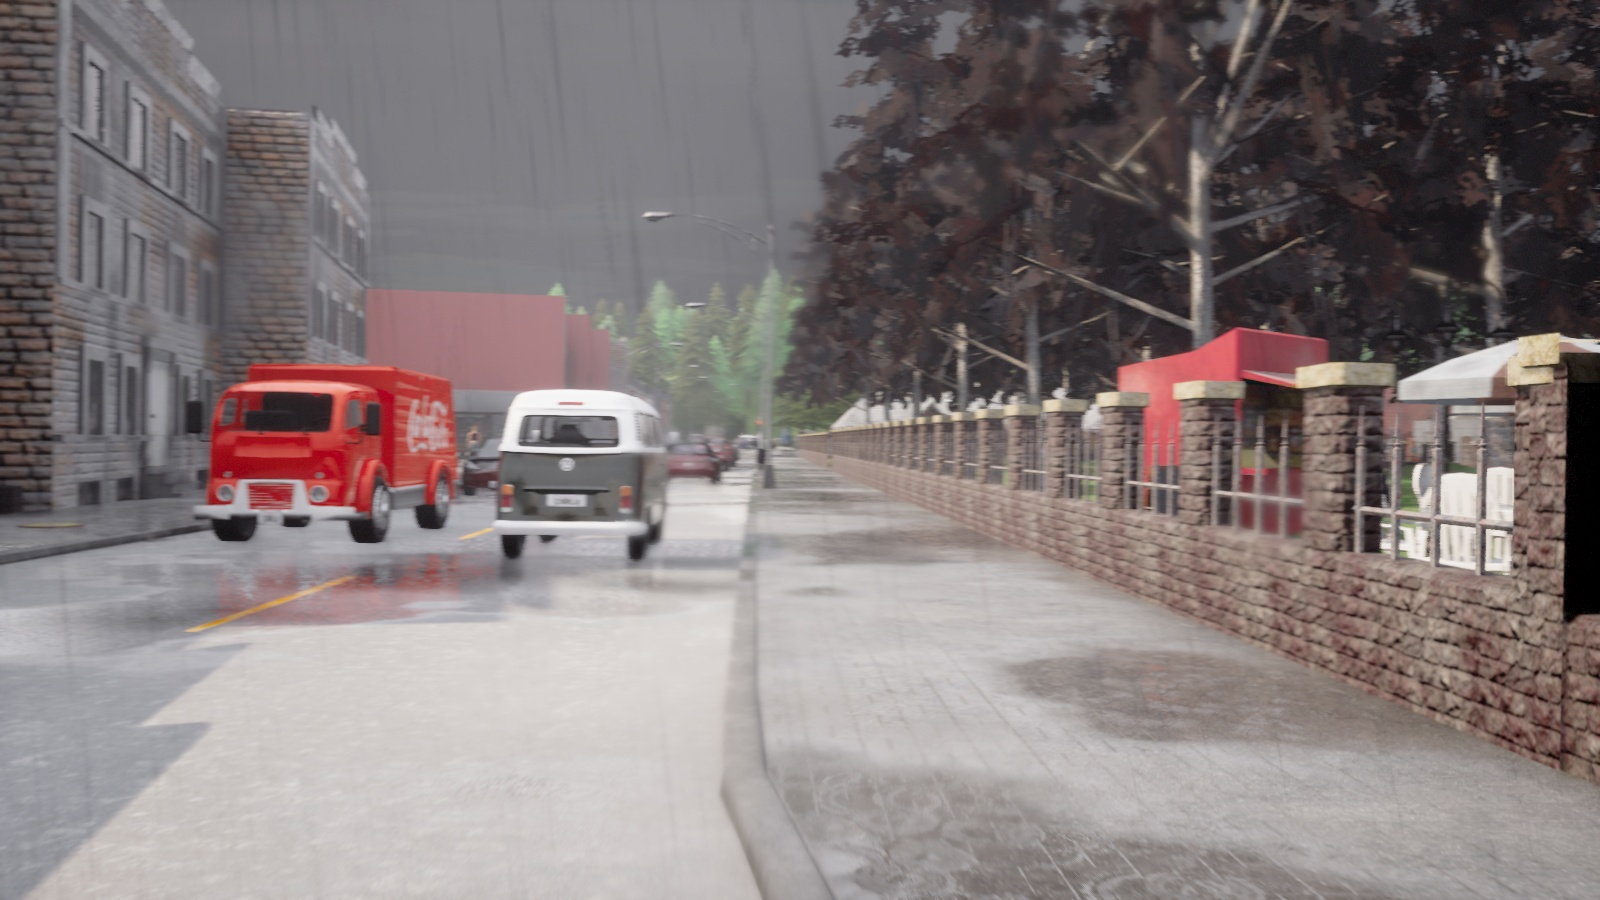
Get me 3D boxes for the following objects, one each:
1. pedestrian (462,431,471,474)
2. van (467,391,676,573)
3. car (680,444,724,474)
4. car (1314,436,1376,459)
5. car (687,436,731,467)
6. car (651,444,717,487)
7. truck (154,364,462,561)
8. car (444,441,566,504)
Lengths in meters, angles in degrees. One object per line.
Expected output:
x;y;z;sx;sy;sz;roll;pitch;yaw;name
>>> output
-14.274;0.088;53.722;0.345;1.836;0.594;0;0;-13;pedestrian
-2.778;0.342;16.344;2.069;2.038;4.480;0;0;-2;van
-4.556;0.394;59.023;1.895;1.301;4.718;0;0;-2;car
39.432;-0.210;90.994;1.801;1.575;5.366;0;0;-4;car
-4.957;0.064;68.809;2.242;1.667;4.611;0;0;-2;car
-3.875;0.484;42.486;1.994;1.385;4.181;0;0;-2;car
-6.867;0.134;18.373;2.627;2.467;5.204;0;0;-2;truck
-7.446;0.516;32.190;2.163;1.488;4.792;0;0;-2;car
